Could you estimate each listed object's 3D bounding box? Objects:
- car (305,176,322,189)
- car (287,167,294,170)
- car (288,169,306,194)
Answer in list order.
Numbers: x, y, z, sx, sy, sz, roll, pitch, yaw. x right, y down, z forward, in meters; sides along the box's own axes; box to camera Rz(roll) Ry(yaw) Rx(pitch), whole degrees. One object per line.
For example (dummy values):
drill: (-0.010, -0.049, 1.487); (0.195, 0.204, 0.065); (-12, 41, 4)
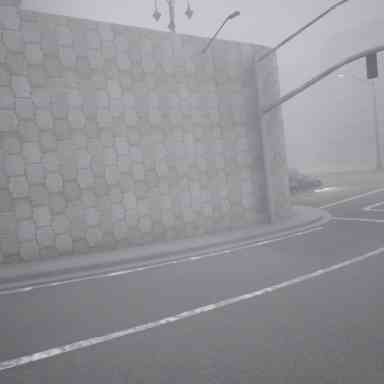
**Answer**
car: (9.625, -0.901, 30.397); (1.994, 1.385, 4.181); (-10, 6, -34)
car: (12.131, -2.531, 45.206); (1.837, 1.490, 4.892); (-10, 6, -35)
car: (6.804, -0.598, 28.335); (2.097, 1.767, 4.553); (-10, 6, -35)
